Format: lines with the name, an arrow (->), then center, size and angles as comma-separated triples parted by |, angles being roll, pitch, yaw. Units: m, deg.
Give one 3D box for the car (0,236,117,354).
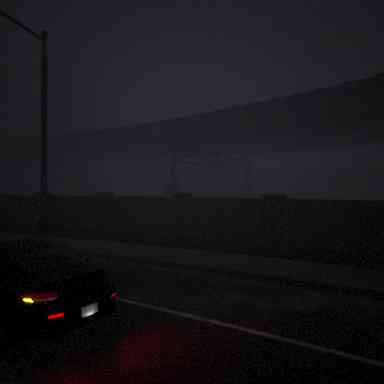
car -> -3.415, 1.535, 5.979 | 4.674, 1.442, 1.812 | 0, 0, 32
